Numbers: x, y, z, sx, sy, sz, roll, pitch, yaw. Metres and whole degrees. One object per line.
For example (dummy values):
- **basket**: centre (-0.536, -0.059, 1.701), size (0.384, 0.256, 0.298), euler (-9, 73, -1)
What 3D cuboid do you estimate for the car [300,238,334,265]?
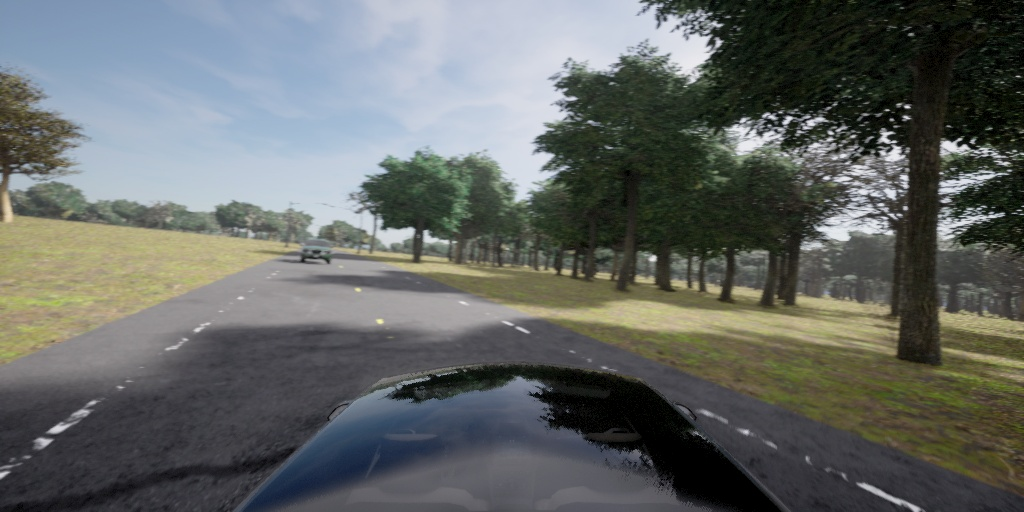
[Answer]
- **car**: centre (-16.352, -0.441, 30.035), size (2.150, 2.045, 5.566), euler (5, 0, -29)
